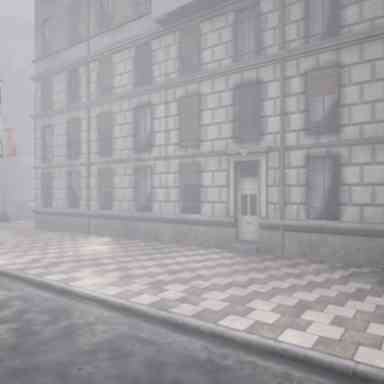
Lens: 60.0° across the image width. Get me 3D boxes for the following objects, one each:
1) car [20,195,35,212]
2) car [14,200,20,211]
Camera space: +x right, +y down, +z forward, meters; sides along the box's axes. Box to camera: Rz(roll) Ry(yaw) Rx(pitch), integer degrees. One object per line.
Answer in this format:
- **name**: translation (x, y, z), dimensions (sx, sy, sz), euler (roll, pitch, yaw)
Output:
- **car**: translation (-16.980, 1.443, 38.833), dimensions (2.097, 1.767, 4.553), euler (0, 0, 36)
- **car**: translation (-19.171, 1.321, 41.782), dimensions (2.150, 2.045, 5.566), euler (0, 0, 36)
